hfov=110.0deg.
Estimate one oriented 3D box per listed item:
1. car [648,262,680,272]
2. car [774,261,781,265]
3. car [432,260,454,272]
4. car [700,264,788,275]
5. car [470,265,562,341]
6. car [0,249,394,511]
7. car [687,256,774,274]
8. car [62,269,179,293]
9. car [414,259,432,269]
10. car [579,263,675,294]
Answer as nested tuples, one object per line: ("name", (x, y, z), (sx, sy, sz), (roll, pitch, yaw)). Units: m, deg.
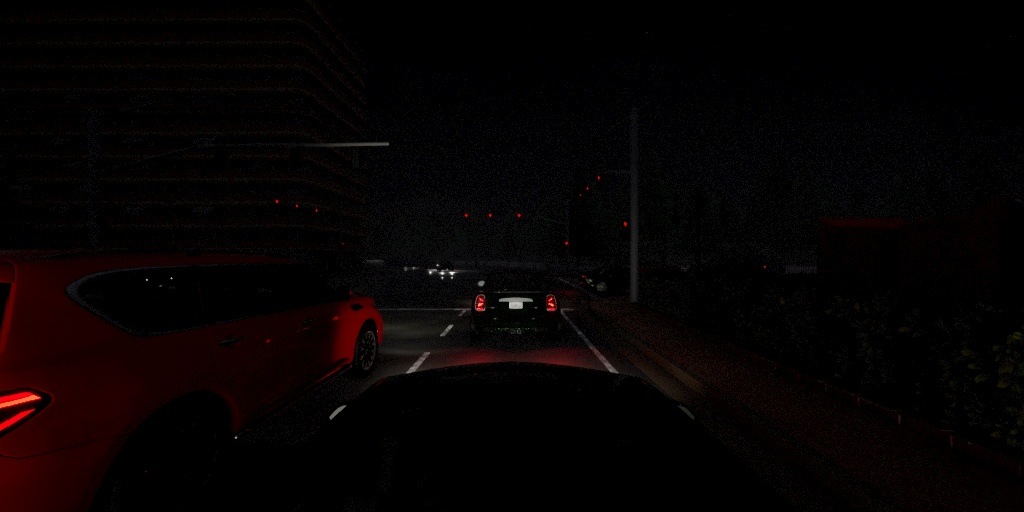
("car", (11.964, 1.283, 31.066), (5.008, 1.535, 1.882), (0, 0, 0))
("car", (20.982, 1.157, 30.988), (4.553, 1.767, 2.097), (0, 0, 0))
("car", (-8.954, 1.297, 47.603), (2.033, 1.411, 5.357), (0, 0, -18))
("car", (15.329, 1.406, 23.837), (4.718, 1.301, 1.895), (0, 0, 0))
("car", (0.096, 1.102, 9.993), (2.097, 1.767, 4.553), (0, 0, 0))
("car", (-3.434, 0.971, 4.156), (2.150, 2.045, 5.566), (0, 0, 1))
("car", (16.389, 1.027, 27.529), (5.566, 2.045, 2.150), (0, 0, 0))
("car", (-22.418, 1.406, 20.655), (4.718, 1.301, 1.895), (0, 0, 0))
("car", (-13.211, 1.241, 56.609), (2.128, 1.511, 4.902), (0, 0, -33))
("car", (6.283, 1.310, 20.414), (4.892, 1.490, 1.837), (0, 0, 1))
